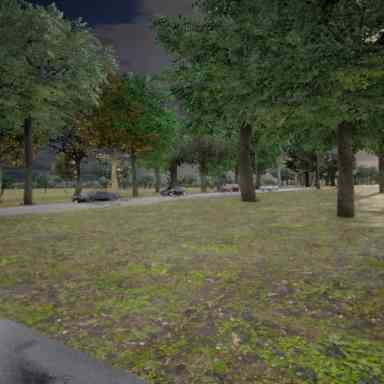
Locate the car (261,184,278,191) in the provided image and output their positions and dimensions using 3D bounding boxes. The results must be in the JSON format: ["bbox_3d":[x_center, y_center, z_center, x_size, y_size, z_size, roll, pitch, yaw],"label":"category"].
[{"bbox_3d":[15.450,-0.862,66.022,1.895,1.301,4.718,-1,2,37],"label":"car"}]

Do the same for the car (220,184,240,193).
[{"bbox_3d":[7.002,-0.747,60.936,2.097,1.767,4.553,-1,2,38],"label":"car"}]

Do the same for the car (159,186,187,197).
[{"bbox_3d":[-2.661,-0.043,48.523,1.837,1.490,4.892,-1,1,38],"label":"car"}]

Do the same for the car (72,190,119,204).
[{"bbox_3d":[-10.875,0.519,37.856,2.033,1.411,5.357,-1,2,38],"label":"car"}]
